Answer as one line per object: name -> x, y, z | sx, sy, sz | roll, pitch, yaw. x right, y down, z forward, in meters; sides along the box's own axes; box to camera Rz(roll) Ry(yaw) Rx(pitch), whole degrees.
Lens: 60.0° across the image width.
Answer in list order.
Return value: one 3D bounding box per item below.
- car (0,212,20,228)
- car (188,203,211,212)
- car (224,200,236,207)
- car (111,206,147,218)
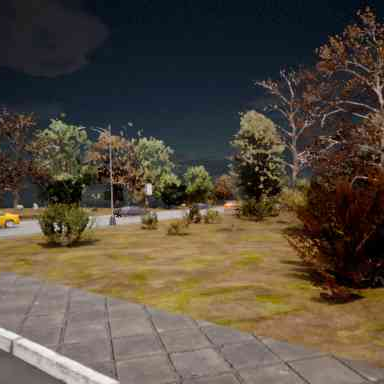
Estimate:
car -> -17.073, 2.369, 27.674 | 1.882, 1.535, 5.008 | -3, -2, 33
car -> 1.410, 2.618, 56.751 | 2.033, 1.411, 5.357 | -3, -2, 32
car -> 6.808, 2.078, 52.019 | 2.097, 1.767, 4.553 | -3, -2, 32
car -> -7.805, 2.492, 42.176 | 2.033, 1.411, 5.357 | -3, -2, 32
